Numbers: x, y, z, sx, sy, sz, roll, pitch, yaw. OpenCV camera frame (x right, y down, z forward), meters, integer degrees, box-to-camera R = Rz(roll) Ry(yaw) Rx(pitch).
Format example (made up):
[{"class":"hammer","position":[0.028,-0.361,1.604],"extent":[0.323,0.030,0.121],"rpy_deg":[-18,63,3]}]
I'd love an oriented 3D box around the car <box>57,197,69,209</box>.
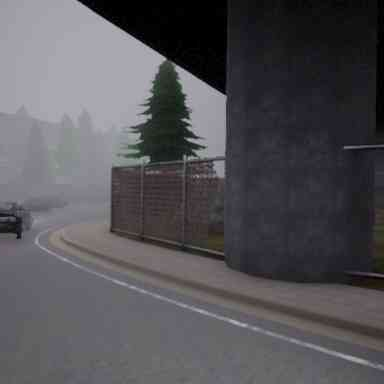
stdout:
[{"class":"car","position":[-14.890,1.015,33.199],"extent":[2.033,1.411,5.357],"rpy_deg":[1,1,27]}]

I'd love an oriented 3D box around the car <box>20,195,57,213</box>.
[{"class":"car","position":[-13.724,1.103,27.479],"extent":[1.994,1.385,4.181],"rpy_deg":[1,1,23]}]

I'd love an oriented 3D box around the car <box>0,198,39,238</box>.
[{"class":"car","position":[-8.592,1.221,15.338],"extent":[2.128,1.511,4.902],"rpy_deg":[0,1,-19]}]
